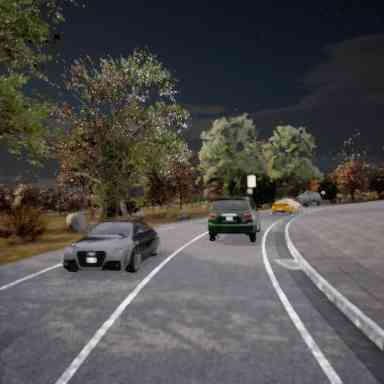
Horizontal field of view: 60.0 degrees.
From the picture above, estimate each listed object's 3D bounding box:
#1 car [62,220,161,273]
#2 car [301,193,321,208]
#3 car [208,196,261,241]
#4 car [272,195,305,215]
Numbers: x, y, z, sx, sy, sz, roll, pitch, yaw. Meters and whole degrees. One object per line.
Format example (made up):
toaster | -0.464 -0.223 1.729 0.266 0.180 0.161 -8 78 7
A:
car | -2.365 1.611 10.732 1.994 1.385 4.181 -1 0 9
car | 16.513 1.235 47.819 5.566 2.045 2.150 -1 -3 -44
car | 2.266 1.235 16.892 2.150 2.045 5.566 -1 0 14
car | 9.674 1.437 33.880 1.882 1.535 5.008 -4 -1 32
